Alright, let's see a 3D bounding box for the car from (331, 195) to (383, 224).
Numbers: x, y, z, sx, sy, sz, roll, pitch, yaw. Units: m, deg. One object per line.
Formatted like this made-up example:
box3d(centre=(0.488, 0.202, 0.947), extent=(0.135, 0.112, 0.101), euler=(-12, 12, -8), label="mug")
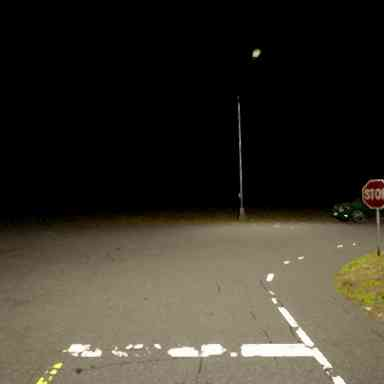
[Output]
box3d(centre=(12.205, 1.047, 21.954), extent=(5.566, 2.045, 2.150), euler=(-1, -2, -1), label="car")
